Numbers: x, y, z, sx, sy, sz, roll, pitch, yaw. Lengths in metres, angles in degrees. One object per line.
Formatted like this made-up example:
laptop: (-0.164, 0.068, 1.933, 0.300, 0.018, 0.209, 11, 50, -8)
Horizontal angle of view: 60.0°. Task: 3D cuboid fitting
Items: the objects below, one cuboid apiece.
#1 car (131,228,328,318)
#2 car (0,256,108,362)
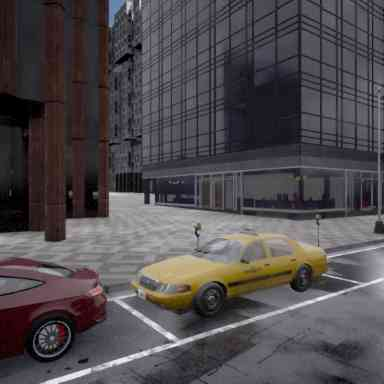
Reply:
car: (1.063, 1.525, 7.387, 4.829, 1.417, 1.752, 0, 0, -35)
car: (-3.237, 1.582, 4.344, 4.206, 1.307, 1.802, 0, 0, -35)
